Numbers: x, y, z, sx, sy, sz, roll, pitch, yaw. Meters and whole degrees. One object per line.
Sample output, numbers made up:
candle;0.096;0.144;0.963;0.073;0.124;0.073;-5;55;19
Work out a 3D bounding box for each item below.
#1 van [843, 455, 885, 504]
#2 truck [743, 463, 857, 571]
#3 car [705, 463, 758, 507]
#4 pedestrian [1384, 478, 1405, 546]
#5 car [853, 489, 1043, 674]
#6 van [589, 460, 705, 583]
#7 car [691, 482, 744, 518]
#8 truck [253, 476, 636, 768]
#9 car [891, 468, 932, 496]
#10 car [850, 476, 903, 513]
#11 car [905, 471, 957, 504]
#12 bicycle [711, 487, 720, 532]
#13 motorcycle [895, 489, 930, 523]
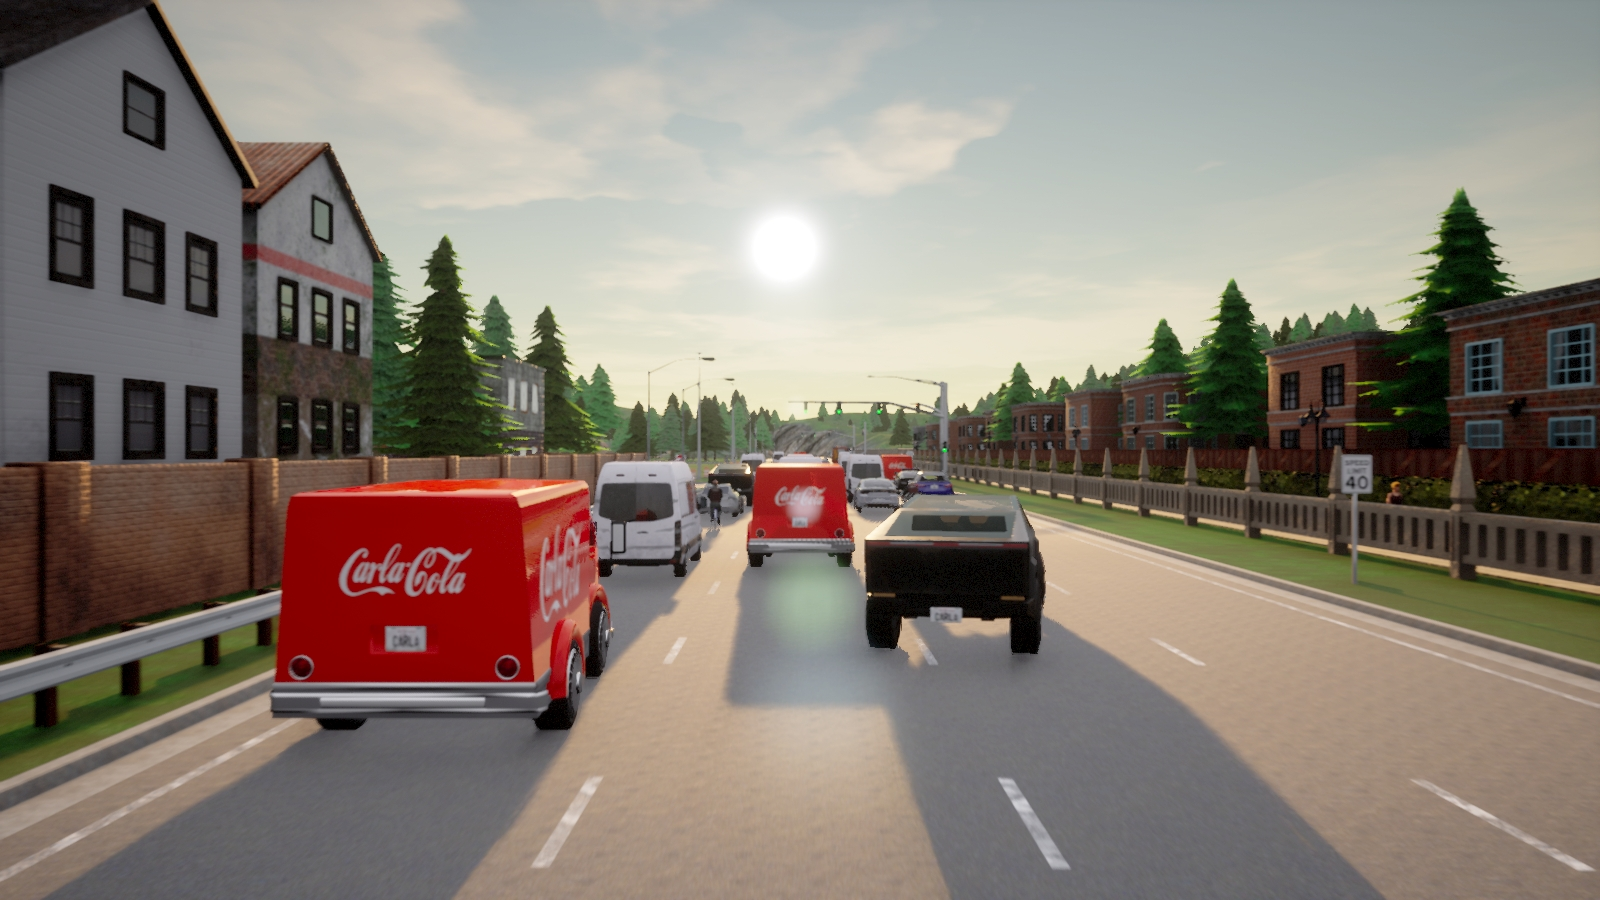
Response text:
van;3.516;1.553;63.398;1.988;2.561;5.915;0;0;0
truck;0.004;1.573;28.890;2.627;2.467;5.204;0;0;0
car;-3.490;1.771;59.480;2.390;2.098;6.274;0;0;0
pedestrian;16.397;1.711;31.510;0.375;1.860;0.375;0;0;0
car;2.524;1.759;17.653;2.390;2.098;6.274;0;0;12
van;-3.500;1.543;27.261;1.988;2.561;5.915;0;0;0
car;-3.520;2.134;49.384;1.994;1.385;4.181;0;0;0
truck;-3.498;1.571;12.655;2.627;2.467;5.204;0;0;0
car;7.010;2.004;72.423;2.097;1.638;5.238;0;0;0
car;3.507;2.050;53.253;2.097;1.535;5.006;0;0;0
car;7.010;1.985;61.600;2.242;1.667;4.611;0;0;0
bicycle;-2.974;2.072;40.141;0.329;1.471;1.835;0;0;-5
motorcycle;4.507;2.219;45.902;0.867;1.251;2.209;0;0;-10
